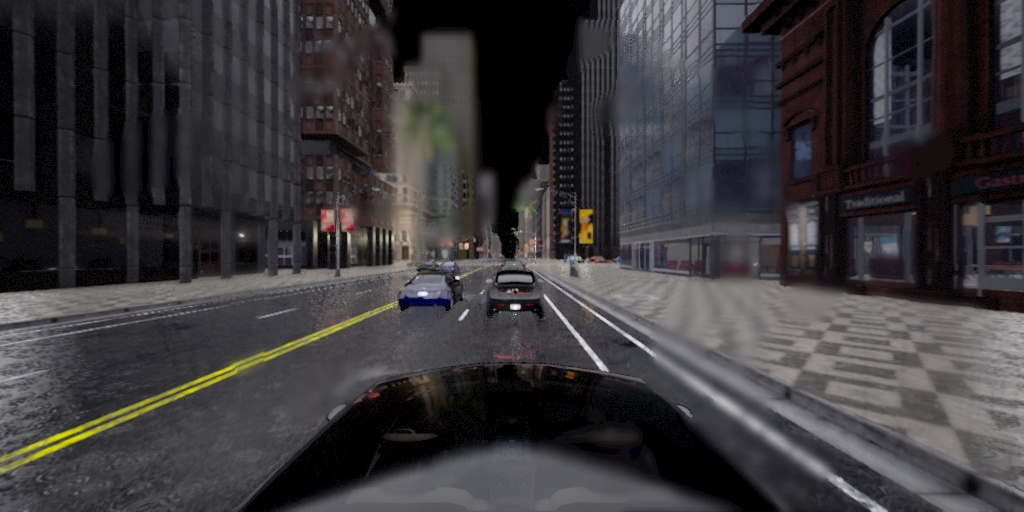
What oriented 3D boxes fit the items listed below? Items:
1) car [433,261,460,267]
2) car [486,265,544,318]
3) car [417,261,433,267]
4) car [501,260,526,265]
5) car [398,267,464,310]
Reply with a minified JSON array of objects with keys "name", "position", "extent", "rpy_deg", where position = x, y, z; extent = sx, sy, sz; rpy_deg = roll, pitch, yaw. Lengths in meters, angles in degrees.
[{"name":"car","position":[-6.577,1.249,37.595],"extent":[1.812,1.442,4.674],"rpy_deg":[0,0,0]},{"name":"car","position":[0.102,1.246,12.989],"extent":[1.837,1.490,4.892],"rpy_deg":[0,0,0]},{"name":"car","position":[-9.801,1.269,42.484],"extent":[2.033,1.411,5.357],"rpy_deg":[0,0,0]},{"name":"car","position":[0.107,1.081,30.203],"extent":[2.097,1.767,4.553],"rpy_deg":[0,0,0]},{"name":"car","position":[-3.146,1.303,14.663],"extent":[1.994,1.385,4.181],"rpy_deg":[0,0,0]}]
